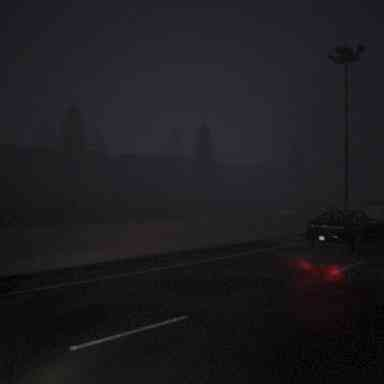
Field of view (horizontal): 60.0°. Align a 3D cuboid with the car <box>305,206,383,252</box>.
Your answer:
[{"bbox_3d":[6.705,1.517,14.069,4.902,1.511,2.128,0,0,-41],"label":"car"}]

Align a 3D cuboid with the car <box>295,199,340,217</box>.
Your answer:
[{"bbox_3d":[12.724,1.553,33.594,4.902,1.511,2.128,0,0,-41],"label":"car"}]
